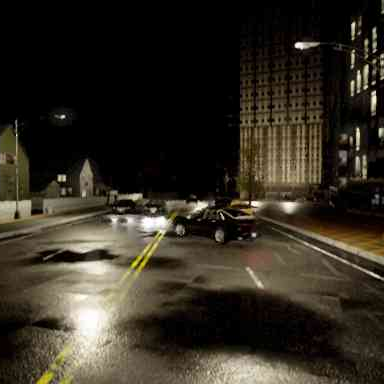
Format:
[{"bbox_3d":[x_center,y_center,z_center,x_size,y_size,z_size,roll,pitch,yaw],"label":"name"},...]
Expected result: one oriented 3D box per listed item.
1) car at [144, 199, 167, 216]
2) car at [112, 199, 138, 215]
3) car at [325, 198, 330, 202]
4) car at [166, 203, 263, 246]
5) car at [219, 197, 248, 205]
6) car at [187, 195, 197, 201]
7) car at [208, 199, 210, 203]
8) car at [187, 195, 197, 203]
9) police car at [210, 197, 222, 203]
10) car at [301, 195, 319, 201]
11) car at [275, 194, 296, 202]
[{"bbox_3d":[-3.361,1.405,31.353,2.128,1.511,4.902,0,0,0],"label":"car"},{"bbox_3d":[-6.603,1.435,33.221,1.812,1.442,4.674,0,0,0],"label":"car"},{"bbox_3d":[33.629,1.806,77.897,4.507,1.381,1.887,1,2,20],"label":"car"},{"bbox_3d":[1.034,1.458,15.331,1.837,1.490,4.892,0,0,-37],"label":"car"},{"bbox_3d":[3.241,1.388,23.604,1.801,1.575,5.366,0,0,0],"label":"car"},{"bbox_3d":[-0.028,1.281,72.745,2.033,1.411,5.357,0,0,0],"label":"car"},{"bbox_3d":[3.233,1.409,45.422,1.812,1.442,4.674,0,0,0],"label":"car"},{"bbox_3d":[0.011,1.353,58.179,2.128,1.511,4.902,0,0,0],"label":"car"},{"bbox_3d":[3.237,1.332,34.527,1.930,1.638,5.238,0,0,0],"label":"police car"},{"bbox_3d":[31.013,1.549,87.243,4.403,1.369,2.008,1,2,20],"label":"car"},{"bbox_3d":[22.981,1.481,81.785,5.009,1.841,2.192,1,2,20],"label":"car"}]
